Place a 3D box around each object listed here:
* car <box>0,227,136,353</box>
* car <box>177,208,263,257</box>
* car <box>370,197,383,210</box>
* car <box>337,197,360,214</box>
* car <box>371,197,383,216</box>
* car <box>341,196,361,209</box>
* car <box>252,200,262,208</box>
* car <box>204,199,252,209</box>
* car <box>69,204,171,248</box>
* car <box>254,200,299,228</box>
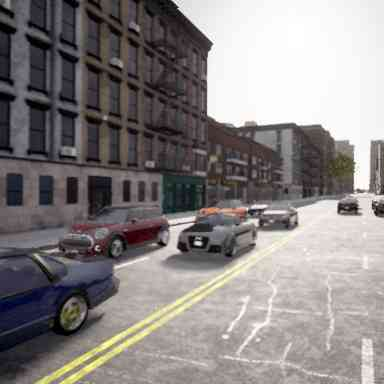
[{"bbox_3d":[-3.252,1.528,4.451,2.033,1.411,5.357,0,0,27],"label":"car"},{"bbox_3d":[1.115,1.528,12.872,1.994,1.385,4.181,0,0,27],"label":"car"},{"bbox_3d":[23.493,1.391,41.464,2.128,1.511,4.902,0,0,27],"label":"car"},{"bbox_3d":[16.317,1.392,34.717,1.882,1.535,5.008,0,0,28],"label":"car"},{"bbox_3d":[18.310,1.407,31.454,1.882,1.535,5.008,0,0,27],"label":"car"},{"bbox_3d":[21.179,1.376,44.153,2.128,1.511,4.902,0,0,28],"label":"car"},{"bbox_3d":[6.837,1.461,30.850,2.033,1.411,5.357,0,0,28],"label":"car"},{"bbox_3d":[1.992,1.289,21.593,2.097,1.767,4.553,0,0,28],"label":"car"},{"bbox_3d":[-2.702,1.309,12.558,2.097,1.767,4.553,0,0,27],"label":"car"},{"bbox_3d":[5.836,1.469,21.935,1.812,1.442,4.674,0,0,28],"label":"car"}]
